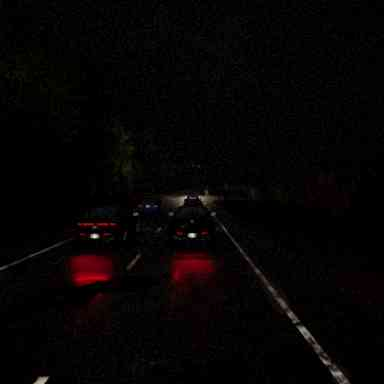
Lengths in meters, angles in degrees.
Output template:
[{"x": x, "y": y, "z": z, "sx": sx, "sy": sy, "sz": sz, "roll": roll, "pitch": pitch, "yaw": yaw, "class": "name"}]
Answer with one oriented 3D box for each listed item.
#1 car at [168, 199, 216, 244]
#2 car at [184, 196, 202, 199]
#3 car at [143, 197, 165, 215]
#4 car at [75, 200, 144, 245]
[{"x": 0.012, "y": 1.298, "z": 14.612, "sx": 1.837, "sy": 1.490, "sz": 4.892, "roll": 0, "pitch": 1, "yaw": 0, "class": "car"}, {"x": 0.072, "y": 1.078, "z": 33.969, "sx": 1.994, "sy": 1.385, "sz": 4.181, "roll": 0, "pitch": 1, "yaw": 0, "class": "car"}, {"x": -3.457, "y": 1.139, "z": 28.613, "sx": 2.033, "sy": 1.411, "sz": 5.357, "roll": 0, "pitch": 1, "yaw": 0, "class": "car"}, {"x": -3.487, "y": 1.301, "z": 14.381, "sx": 1.837, "sy": 1.490, "sz": 4.892, "roll": 0, "pitch": 1, "yaw": 0, "class": "car"}]
